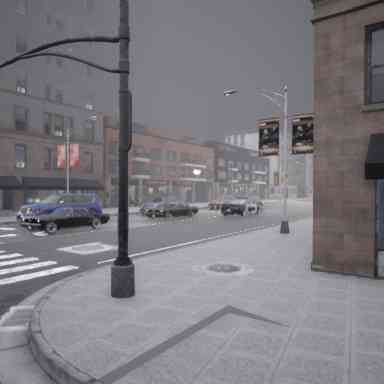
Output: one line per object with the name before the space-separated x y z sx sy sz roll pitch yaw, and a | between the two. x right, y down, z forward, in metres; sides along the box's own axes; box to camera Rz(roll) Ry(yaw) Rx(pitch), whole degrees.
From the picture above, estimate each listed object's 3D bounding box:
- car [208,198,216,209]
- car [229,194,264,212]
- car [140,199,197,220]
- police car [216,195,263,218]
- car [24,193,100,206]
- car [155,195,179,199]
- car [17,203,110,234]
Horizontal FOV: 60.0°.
car | 3.770 1.163 39.925 2.097 1.767 4.553 1 1 35
car | 6.284 1.189 37.840 2.097 1.767 4.553 1 1 37
car | -1.605 1.487 26.701 1.895 1.301 4.718 1 1 35
police car | 4.519 1.314 29.566 1.930 1.638 5.238 1 1 35
car | -8.658 1.113 22.337 2.150 2.045 5.566 1 1 35
car | -2.697 1.204 30.781 2.097 1.767 4.553 1 1 35
car | -7.091 1.524 18.914 1.895 1.301 4.718 1 1 35
